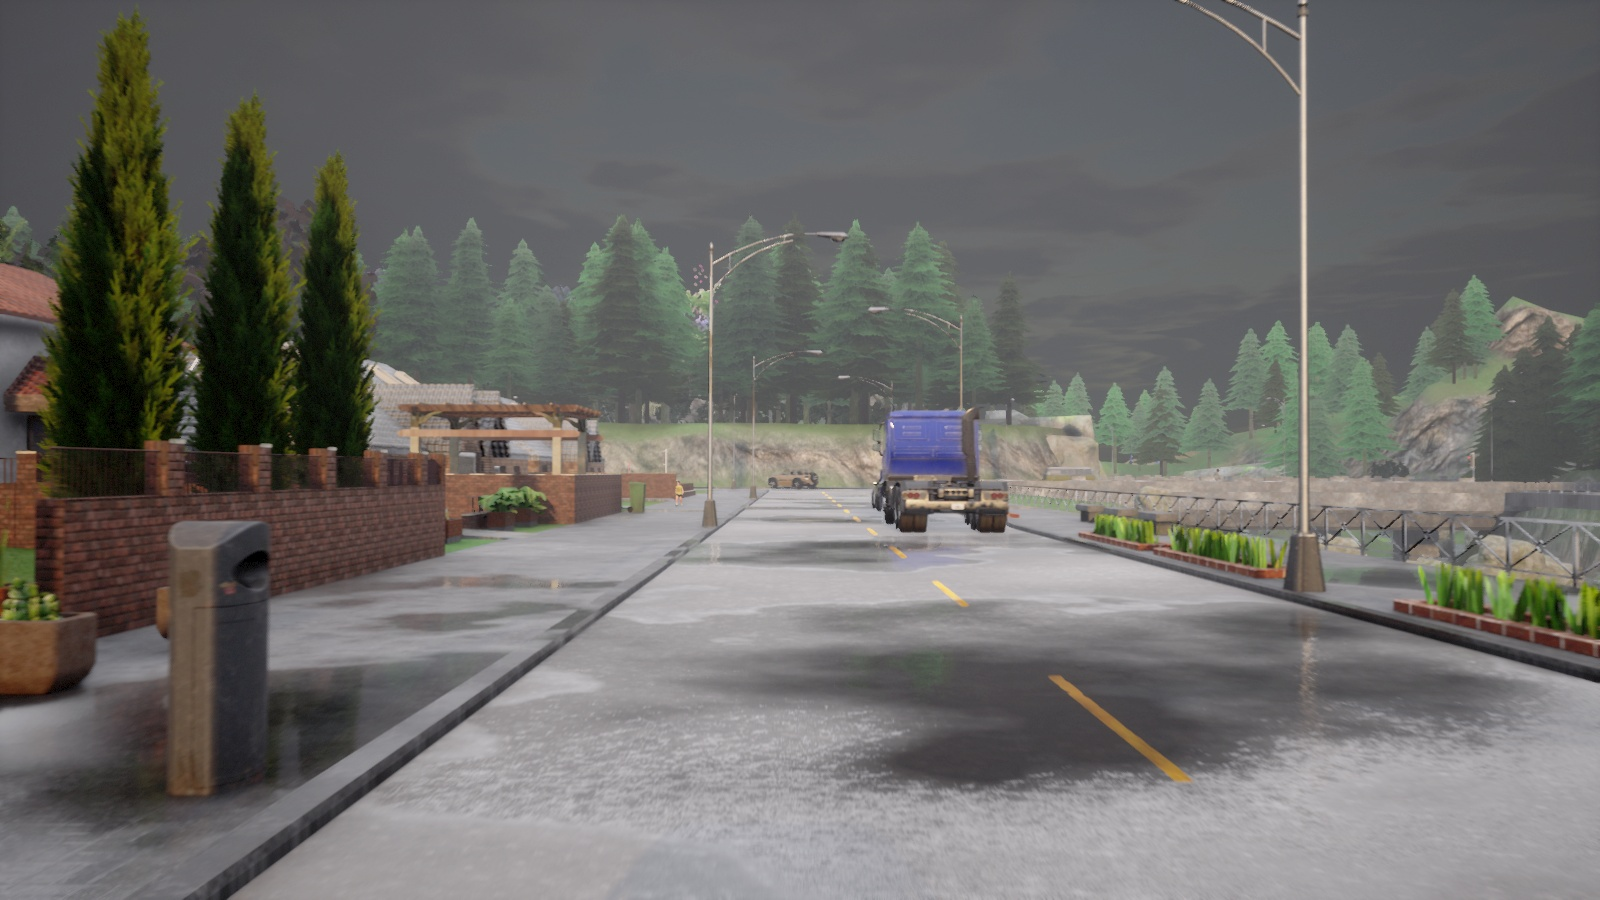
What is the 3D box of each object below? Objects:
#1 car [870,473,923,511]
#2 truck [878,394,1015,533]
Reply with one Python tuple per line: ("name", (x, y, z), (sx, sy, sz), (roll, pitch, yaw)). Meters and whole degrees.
("car", (3.880, 1.668, 51.087), (1.816, 1.474, 4.193), (0, -1, 0))
("truck", (3.913, 0.409, 35.340), (2.891, 3.462, 7.936), (0, -1, 0))
